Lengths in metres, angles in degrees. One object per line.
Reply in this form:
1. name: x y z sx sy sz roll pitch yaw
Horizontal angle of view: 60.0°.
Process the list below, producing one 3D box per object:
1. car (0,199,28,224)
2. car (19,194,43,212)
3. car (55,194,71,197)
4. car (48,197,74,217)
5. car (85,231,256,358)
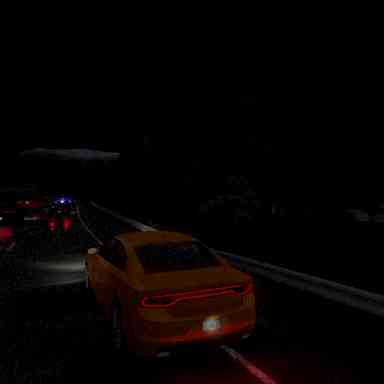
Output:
1. car: -13.399 1.503 24.164 1.837 1.490 4.892 0 0 -21
2. car: -18.455 1.222 38.012 2.150 2.045 5.566 0 0 -20
3. car: -15.772 1.221 40.747 2.150 2.045 5.566 0 0 -19
4. car: -12.221 1.491 30.892 2.128 1.511 4.902 0 0 -20
5. car: -0.820 1.478 6.327 1.882 1.535 5.008 0 0 -25
